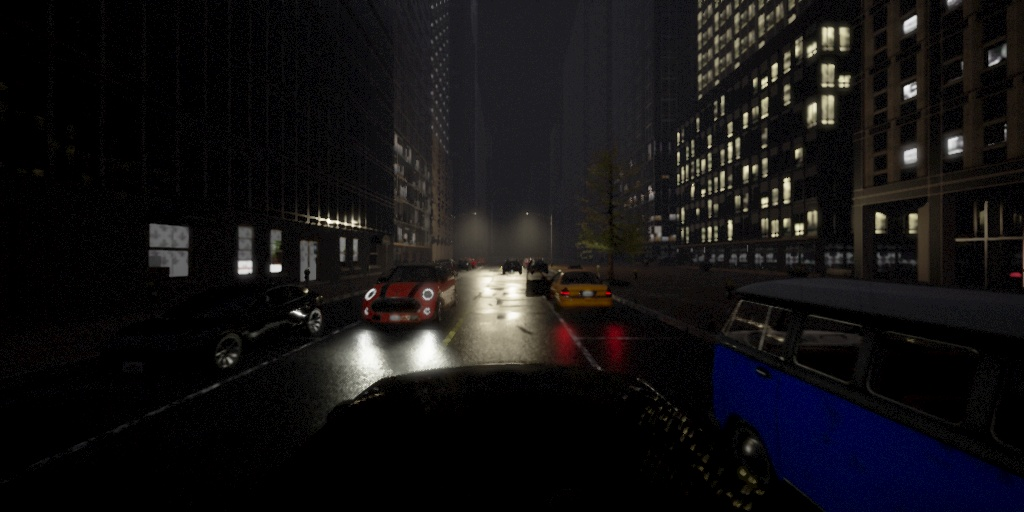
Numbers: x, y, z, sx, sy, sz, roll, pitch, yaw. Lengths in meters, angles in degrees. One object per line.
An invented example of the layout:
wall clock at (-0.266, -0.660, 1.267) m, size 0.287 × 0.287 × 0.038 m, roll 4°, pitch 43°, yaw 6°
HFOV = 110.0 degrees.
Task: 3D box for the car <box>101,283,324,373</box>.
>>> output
car at (-5.692, 1.278, 7.568) m, size 1.948 × 1.339 × 4.313 m, roll 0°, pitch 0°, yaw 0°

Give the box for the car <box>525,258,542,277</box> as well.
car at (2.681, 1.080, 35.993) m, size 2.007 × 1.370 × 4.403 m, roll 0°, pitch 0°, yaw 0°

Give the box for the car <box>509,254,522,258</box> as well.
car at (0.045, 0.907, 51.945) m, size 1.882 × 1.535 × 5.008 m, roll 0°, pitch 0°, yaw 0°

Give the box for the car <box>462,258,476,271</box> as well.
car at (-5.702, 1.045, 41.702) m, size 2.007 × 1.370 × 4.403 m, roll 0°, pitch 0°, yaw 0°

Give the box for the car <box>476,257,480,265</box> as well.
car at (-5.703, 1.003, 47.390) m, size 1.888 × 1.381 × 4.507 m, roll 0°, pitch 0°, yaw 0°

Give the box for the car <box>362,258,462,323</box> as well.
car at (-3.101, 1.037, 11.748) m, size 2.097 × 1.767 × 4.553 m, roll 0°, pitch 0°, yaw 0°

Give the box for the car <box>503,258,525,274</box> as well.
car at (0.036, 1.129, 36.320) m, size 1.895 × 1.301 × 4.718 m, roll 0°, pitch 0°, yaw 0°

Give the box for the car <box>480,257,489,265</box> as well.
car at (-5.708, 0.898, 64.457) m, size 1.888 × 1.381 × 4.507 m, roll 0°, pitch 0°, yaw 0°

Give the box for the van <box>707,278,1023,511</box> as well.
van at (2.691, 1.089, 1.861) m, size 1.690 × 1.789 × 3.998 m, roll 0°, pitch 0°, yaw 0°

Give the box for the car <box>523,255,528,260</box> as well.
car at (2.679, 0.934, 41.681) m, size 1.967 × 1.591 × 4.097 m, roll 0°, pitch 0°, yaw 0°

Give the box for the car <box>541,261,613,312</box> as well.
car at (2.347, 1.129, 13.680) m, size 1.801 × 1.575 × 5.366 m, roll 0°, pitch 0°, yaw 0°
